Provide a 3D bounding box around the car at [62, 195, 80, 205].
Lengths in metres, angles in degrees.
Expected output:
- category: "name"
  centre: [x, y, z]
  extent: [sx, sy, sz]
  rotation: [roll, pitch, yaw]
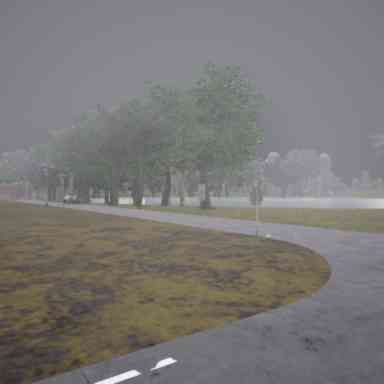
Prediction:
- category: "car"
  centre: [-21.488, 1.291, 58.979]
  extent: [2.097, 1.767, 4.553]
  rotation: [1, -1, -35]
